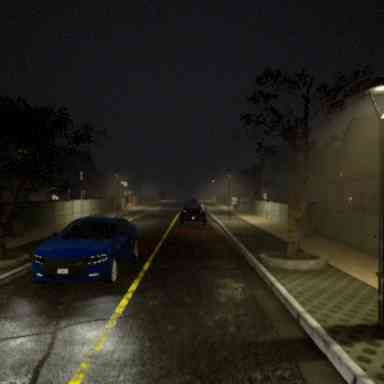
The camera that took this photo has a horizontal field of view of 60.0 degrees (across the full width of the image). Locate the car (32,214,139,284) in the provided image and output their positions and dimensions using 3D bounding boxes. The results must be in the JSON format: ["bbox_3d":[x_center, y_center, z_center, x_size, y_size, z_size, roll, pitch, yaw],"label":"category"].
[{"bbox_3d":[-2.810,1.474,9.775,1.882,1.535,5.008,0,0,0],"label":"car"}]

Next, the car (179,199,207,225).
[{"bbox_3d":[0.083,1.502,24.094,2.128,1.511,4.902,0,0,0],"label":"car"}]
